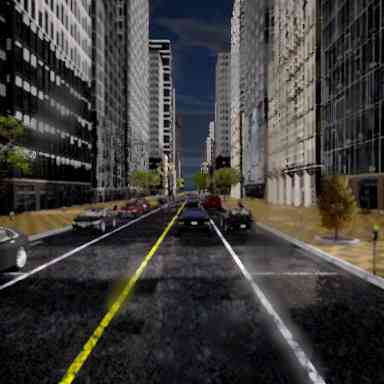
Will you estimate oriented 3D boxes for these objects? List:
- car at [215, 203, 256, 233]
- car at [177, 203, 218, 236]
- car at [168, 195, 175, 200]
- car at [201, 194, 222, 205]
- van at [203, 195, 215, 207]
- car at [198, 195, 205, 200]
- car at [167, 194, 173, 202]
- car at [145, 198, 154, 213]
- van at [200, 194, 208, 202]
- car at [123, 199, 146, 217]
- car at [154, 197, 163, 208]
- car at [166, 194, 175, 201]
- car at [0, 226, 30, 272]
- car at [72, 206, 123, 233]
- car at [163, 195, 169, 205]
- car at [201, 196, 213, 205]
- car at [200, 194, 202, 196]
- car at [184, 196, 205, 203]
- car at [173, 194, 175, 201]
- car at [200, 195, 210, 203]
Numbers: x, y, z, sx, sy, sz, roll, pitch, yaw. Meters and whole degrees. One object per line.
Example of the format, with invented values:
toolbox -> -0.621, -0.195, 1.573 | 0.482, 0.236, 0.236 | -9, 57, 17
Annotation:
car -> 2.685, 1.569, 19.674 | 2.008, 1.369, 4.403 | -1, 0, 0
car -> 0.103, 1.564, 18.585 | 2.033, 1.411, 5.357 | 0, 0, 0
car -> -5.692, 1.656, 93.563 | 1.802, 1.307, 4.206 | -1, 0, 0
car -> 2.683, 1.353, 42.410 | 2.192, 1.841, 5.009 | -1, 0, 0
van -> 2.685, 1.388, 53.777 | 1.690, 1.788, 3.998 | -1, 0, 0
car -> 2.689, 1.625, 93.562 | 2.008, 1.369, 4.403 | -1, 0, 0
car -> -5.693, 1.610, 70.828 | 2.008, 1.369, 4.403 | -1, 0, 0
car -> -5.696, 1.473, 36.726 | 1.967, 1.590, 4.097 | -1, 0, 0
van -> 2.685, 1.404, 76.511 | 1.690, 1.788, 3.998 | -1, 0, 0
car -> -5.695, 1.610, 31.042 | 1.802, 1.307, 4.206 | -1, 0, 0
car -> -5.694, 1.567, 47.924 | 1.752, 1.417, 4.829 | -1, 0, 0
car -> -5.694, 1.385, 87.879 | 2.192, 1.841, 5.009 | -1, 0, 0
car -> -5.697, 1.559, 8.308 | 2.008, 1.369, 4.403 | -1, 0, 0
car -> -5.696, 1.569, 19.675 | 2.008, 1.369, 4.403 | -1, 0, 0
car -> -5.694, 1.617, 59.461 | 1.947, 1.339, 4.313 | -1, 0, 0
car -> 2.686, 1.491, 59.461 | 1.967, 1.590, 4.097 | -1, 0, 0
car -> 2.684, 1.357, 48.094 | 2.192, 1.841, 5.009 | -1, 0, 0
car -> 0.106, 1.525, 38.040 | 2.128, 1.511, 4.902 | 0, 0, 0
car -> -5.693, 1.507, 82.196 | 1.967, 1.590, 4.097 | -1, 0, 0
car -> 2.686, 1.499, 70.828 | 1.967, 1.590, 4.097 | -1, 0, 0
